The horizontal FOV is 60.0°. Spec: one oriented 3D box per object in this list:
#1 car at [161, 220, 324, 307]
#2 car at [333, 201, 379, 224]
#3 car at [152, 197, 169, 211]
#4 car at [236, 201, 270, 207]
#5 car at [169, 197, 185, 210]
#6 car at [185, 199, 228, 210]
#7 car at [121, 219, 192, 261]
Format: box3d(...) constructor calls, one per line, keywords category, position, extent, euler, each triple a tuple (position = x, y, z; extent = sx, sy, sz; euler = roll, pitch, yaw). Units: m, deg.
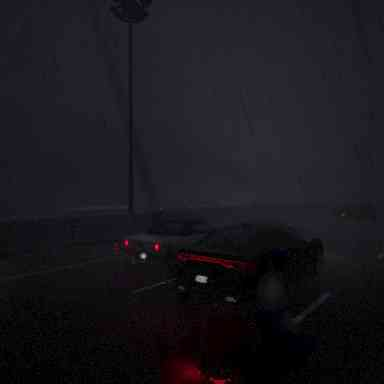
box3d(category="car", position=(1.697, 1.478, 8.182), extent=(1.882, 1.535, 5.008), euler=(0, 0, 38))
box3d(category="car", position=(12.419, 1.459, 25.048), extent=(5.008, 1.535, 1.882), euler=(0, 0, -44))
box3d(category="car", position=(-2.637, 1.377, 39.921), extent=(4.553, 1.767, 2.097), euler=(0, 0, -43))
box3d(category="car", position=(6.599, 1.600, 34.245), extent=(4.718, 1.301, 1.895), euler=(0, 0, -43))
box3d(category="car", position=(0.198, 1.494, 37.811), extent=(5.008, 1.535, 1.882), euler=(0, 0, -43))
box3d(category="car", position=(1.825, 1.537, 34.541), extent=(4.674, 1.442, 1.812), euler=(0, 0, -44))
box3d(category="car", position=(-0.051, 1.607, 11.606), extent=(1.895, 1.301, 4.718), euler=(0, 0, 39))
